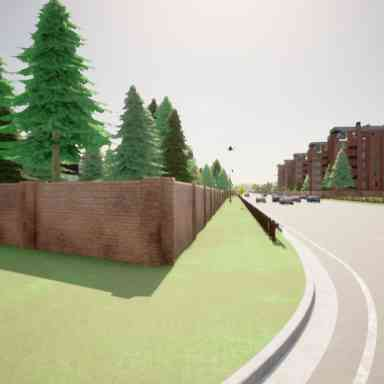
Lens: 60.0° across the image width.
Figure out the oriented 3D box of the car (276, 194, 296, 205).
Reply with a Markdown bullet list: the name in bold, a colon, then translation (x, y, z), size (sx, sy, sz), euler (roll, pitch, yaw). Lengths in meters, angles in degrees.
- **car**: translation (16.370, 1.538, 58.004), size (1.994, 1.385, 4.181), euler (0, 0, 8)

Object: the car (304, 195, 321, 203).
- **car**: translation (24.528, 1.446, 67.281), size (1.882, 1.535, 5.008), euler (0, 0, 7)

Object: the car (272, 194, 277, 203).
- **car**: translation (17.630, 1.448, 68.537), size (1.882, 1.535, 5.008), euler (0, 0, 7)

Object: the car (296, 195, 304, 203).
- **car**: translation (21.101, 1.493, 68.093), size (1.812, 1.442, 4.674), euler (0, 0, 7)

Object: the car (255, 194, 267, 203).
- **car**: translation (13.991, 1.520, 67.641), size (2.033, 1.411, 5.357), euler (0, 0, 7)
